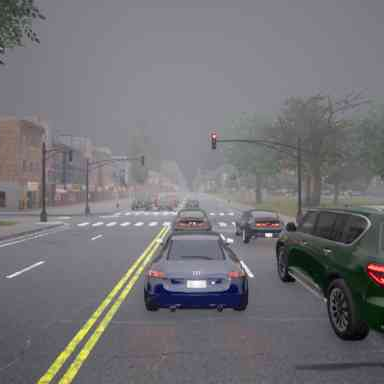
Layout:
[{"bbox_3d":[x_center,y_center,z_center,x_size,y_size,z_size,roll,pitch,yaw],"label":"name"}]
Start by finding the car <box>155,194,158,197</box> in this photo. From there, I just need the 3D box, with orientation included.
[{"bbox_3d":[-6.672,1.303,55.091,2.150,2.045,5.566,0,0,0],"label":"car"}]

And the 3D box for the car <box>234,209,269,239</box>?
[{"bbox_3d":[3.268,1.595,16.523,1.837,1.490,4.892,0,0,0],"label":"car"}]

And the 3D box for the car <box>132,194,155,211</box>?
[{"bbox_3d":[-6.672,1.367,44.838,2.150,2.045,5.566,0,0,0],"label":"car"}]

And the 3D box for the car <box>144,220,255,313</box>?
[{"bbox_3d":[0.068,1.590,7.809,1.994,1.385,4.181,0,0,0],"label":"car"}]

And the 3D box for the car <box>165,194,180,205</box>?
[{"bbox_3d":[-3.430,1.320,53.015,2.150,2.045,5.566,0,0,0],"label":"car"}]

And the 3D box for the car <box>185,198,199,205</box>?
[{"bbox_3d":[0.030,1.615,49.335,2.128,1.511,4.902,0,1,0],"label":"car"}]

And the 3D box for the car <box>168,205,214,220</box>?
[{"bbox_3d":[0.015,1.596,16.696,1.837,1.490,4.892,0,0,1],"label":"car"}]

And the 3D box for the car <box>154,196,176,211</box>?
[{"bbox_3d":[-3.414,1.657,42.904,1.837,1.490,4.892,0,0,0],"label":"car"}]

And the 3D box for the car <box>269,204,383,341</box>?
[{"bbox_3d":[3.316,1.240,6.662,2.150,2.045,5.566,0,0,0],"label":"car"}]

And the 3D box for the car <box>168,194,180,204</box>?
[{"bbox_3d":[-3.404,1.365,63.560,2.097,1.767,4.553,0,0,0],"label":"car"}]

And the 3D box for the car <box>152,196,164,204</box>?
[{"bbox_3d":[-6.646,1.528,64.848,1.812,1.442,4.674,0,0,0],"label":"car"}]
